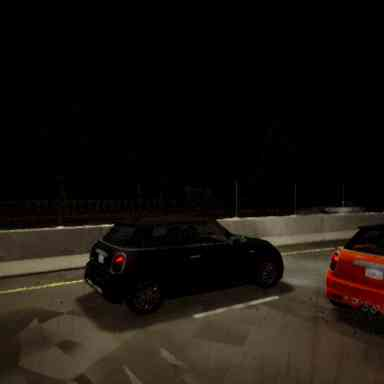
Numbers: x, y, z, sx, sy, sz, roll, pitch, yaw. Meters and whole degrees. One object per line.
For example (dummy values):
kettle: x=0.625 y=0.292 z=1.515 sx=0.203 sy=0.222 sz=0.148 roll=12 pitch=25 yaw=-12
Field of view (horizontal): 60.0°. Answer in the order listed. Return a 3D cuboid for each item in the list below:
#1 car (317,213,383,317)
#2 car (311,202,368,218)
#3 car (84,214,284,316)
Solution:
car: x=4.785 y=1.357 z=6.514 sx=4.553 sy=1.767 sz=2.097 roll=0 pitch=0 yaw=-31
car: x=13.316 y=1.597 z=29.988 sx=4.718 sy=1.301 sz=1.895 roll=0 pitch=0 yaw=-20
car: x=-0.005 y=1.337 z=7.690 sx=4.553 sy=1.767 sz=2.097 roll=0 pitch=0 yaw=-33
